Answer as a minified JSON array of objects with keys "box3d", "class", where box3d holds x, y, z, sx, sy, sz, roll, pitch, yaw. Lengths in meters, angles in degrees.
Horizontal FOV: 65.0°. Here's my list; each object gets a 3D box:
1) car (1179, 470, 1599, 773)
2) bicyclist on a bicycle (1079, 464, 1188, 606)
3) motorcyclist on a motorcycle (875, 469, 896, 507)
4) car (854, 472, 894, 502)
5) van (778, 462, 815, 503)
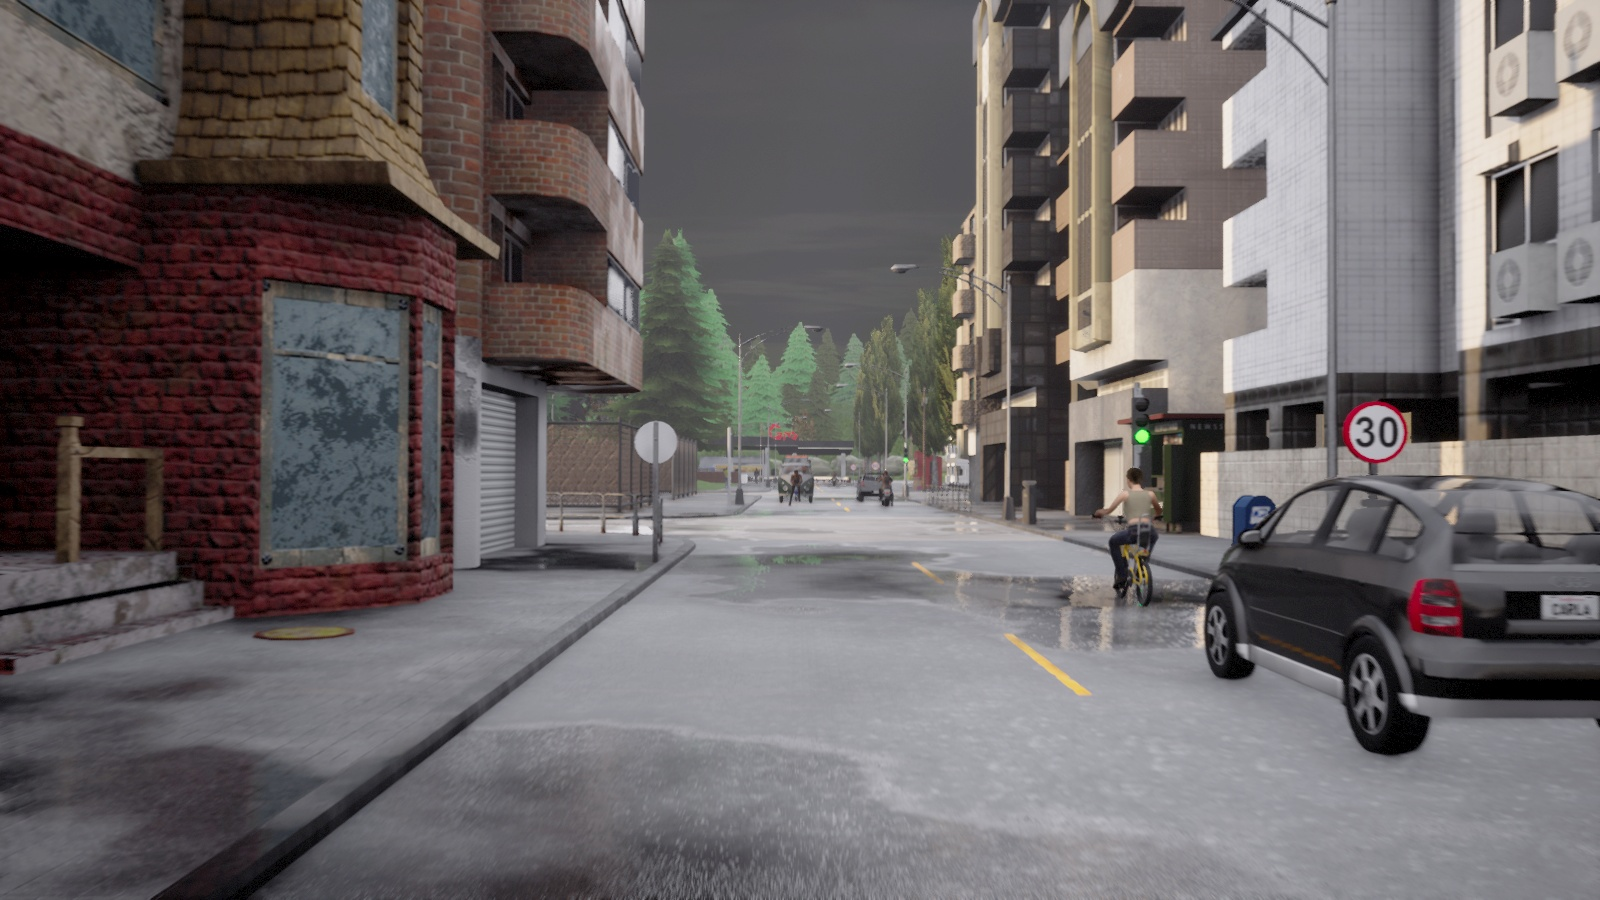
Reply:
[{"box3d":[3.979,0.915,8.341,1.789,1.549,3.705,0,-1,0],"class":"car"},{"box3d":[3.976,0.985,15.090,0.866,1.612,1.509,0,-1,-1],"class":"bicyclist on a bicycle"},{"box3d":[3.834,1.681,56.383,0.766,1.649,2.350,0,-1,0],"class":"motorcyclist on a motorcycle"},{"box3d":[3.808,1.887,64.922,1.845,1.501,3.633,0,-1,0],"class":"car"},{"box3d":[-0.187,1.604,62.705,1.775,1.987,4.442,0,-1,0],"class":"van"}]
